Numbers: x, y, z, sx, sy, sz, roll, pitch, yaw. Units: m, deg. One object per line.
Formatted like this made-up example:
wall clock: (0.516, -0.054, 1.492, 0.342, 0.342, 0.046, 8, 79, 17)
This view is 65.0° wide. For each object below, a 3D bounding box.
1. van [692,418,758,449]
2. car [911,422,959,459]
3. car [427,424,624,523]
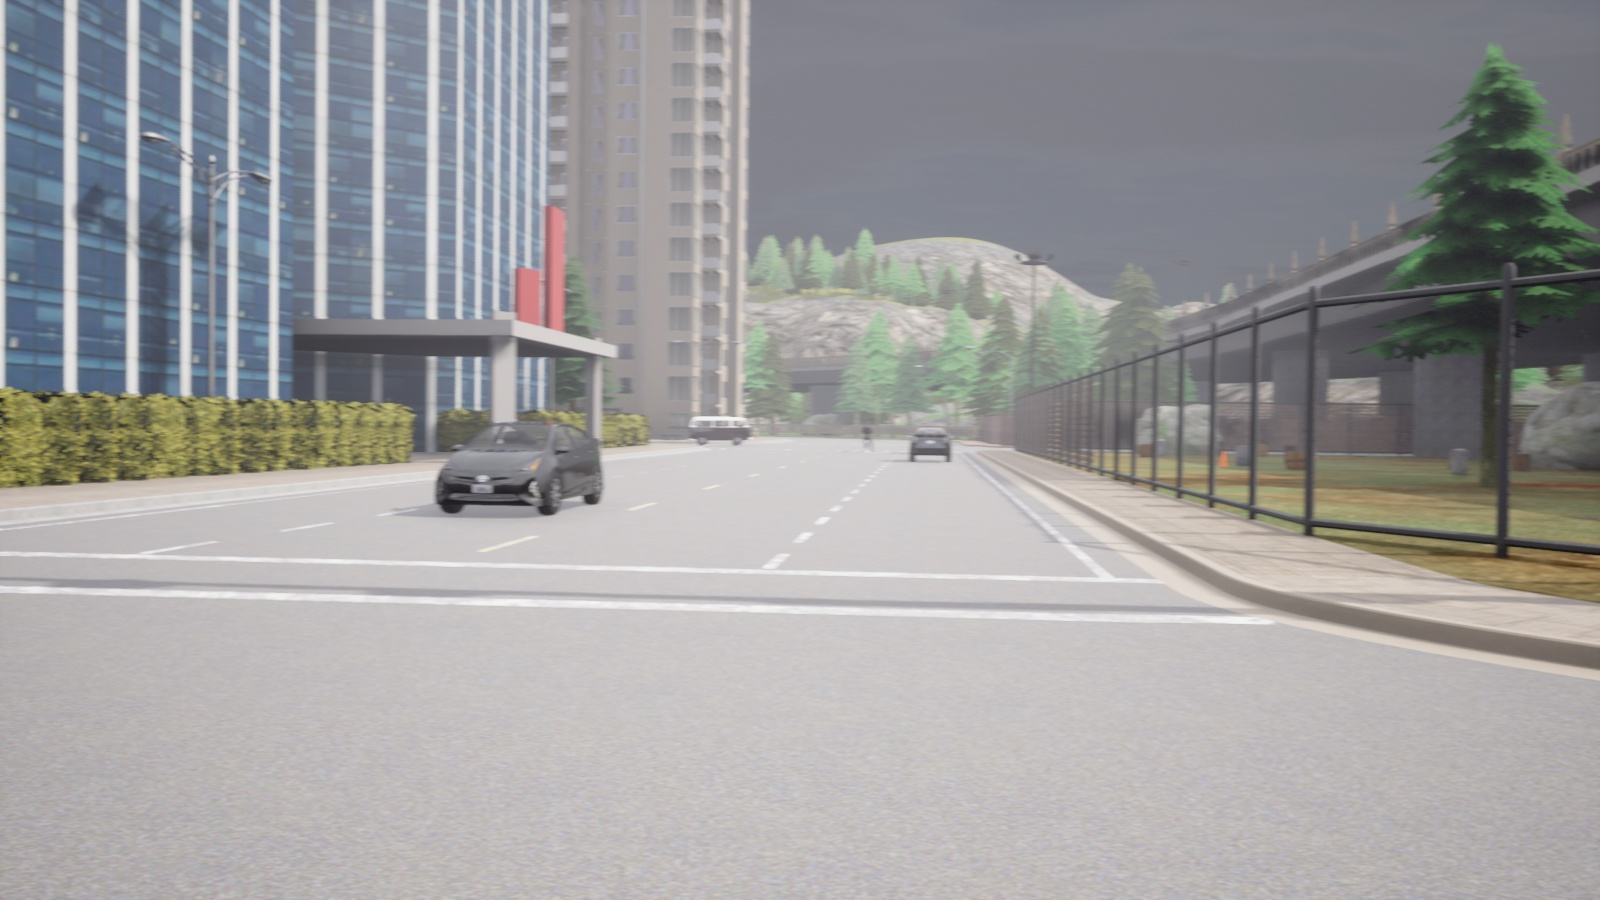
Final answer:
van: (-5.260, -1.190, 87.894, 4.480, 2.038, 2.069, -2, 2, -3)
car: (5.913, -0.435, 55.092, 2.007, 1.525, 4.514, 0, 1, 6)
car: (-4.616, 0.324, 21.860, 2.007, 1.525, 4.514, 0, 1, 6)
